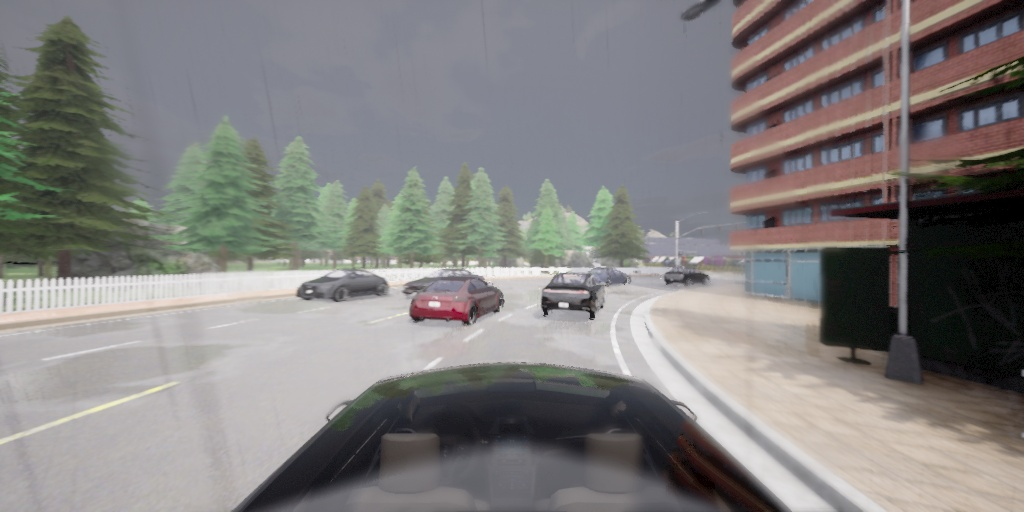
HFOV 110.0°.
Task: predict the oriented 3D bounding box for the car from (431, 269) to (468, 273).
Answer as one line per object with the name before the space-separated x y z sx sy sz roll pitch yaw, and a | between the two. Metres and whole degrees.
car | -3.283 1.376 18.739 2.033 1.411 5.357 1 0 24

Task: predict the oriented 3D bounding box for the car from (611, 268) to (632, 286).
car | 7.350 1.620 27.960 2.033 1.411 5.357 0 -1 44

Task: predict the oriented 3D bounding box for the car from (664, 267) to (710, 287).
car | 14.339 1.688 29.316 4.902 1.511 2.128 1 -1 -38

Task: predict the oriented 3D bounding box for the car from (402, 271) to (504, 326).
car | -1.685 1.367 12.152 1.994 1.385 4.181 1 0 15

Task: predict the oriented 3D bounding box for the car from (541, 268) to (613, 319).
car | 2.444 1.373 13.609 2.128 1.511 4.902 1 -1 19

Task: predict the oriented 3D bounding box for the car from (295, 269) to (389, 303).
car | -7.676 1.305 16.657 1.994 1.385 4.181 1 0 21
